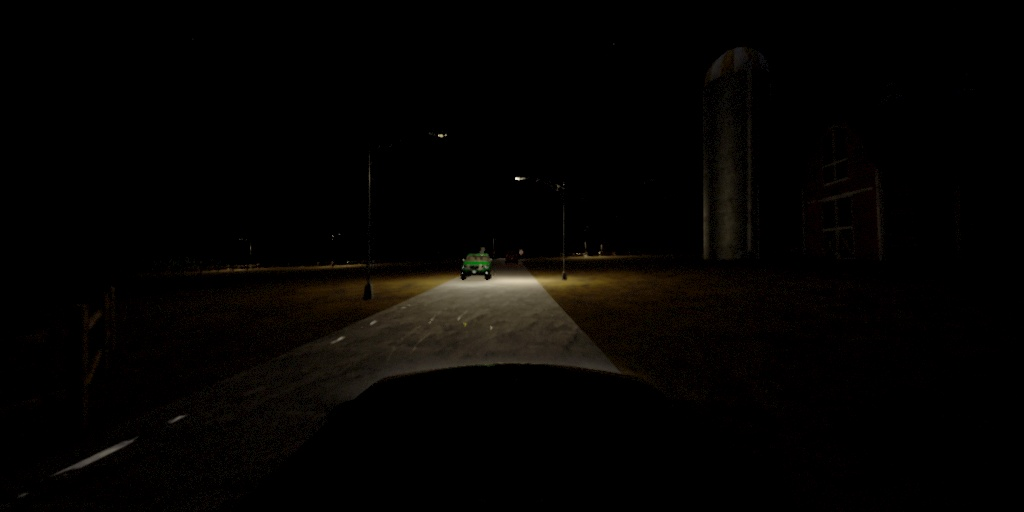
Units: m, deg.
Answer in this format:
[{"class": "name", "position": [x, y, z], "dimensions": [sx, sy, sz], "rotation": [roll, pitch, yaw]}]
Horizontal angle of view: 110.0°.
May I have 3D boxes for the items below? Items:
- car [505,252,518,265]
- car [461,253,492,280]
[{"class": "car", "position": [-0.026, 0.476, 58.557], "dimensions": [2.097, 1.767, 4.553], "rotation": [0, 1, 0]}, {"class": "car", "position": [-2.765, 0.789, 29.027], "dimensions": [2.150, 2.045, 5.566], "rotation": [0, 1, 0]}]
